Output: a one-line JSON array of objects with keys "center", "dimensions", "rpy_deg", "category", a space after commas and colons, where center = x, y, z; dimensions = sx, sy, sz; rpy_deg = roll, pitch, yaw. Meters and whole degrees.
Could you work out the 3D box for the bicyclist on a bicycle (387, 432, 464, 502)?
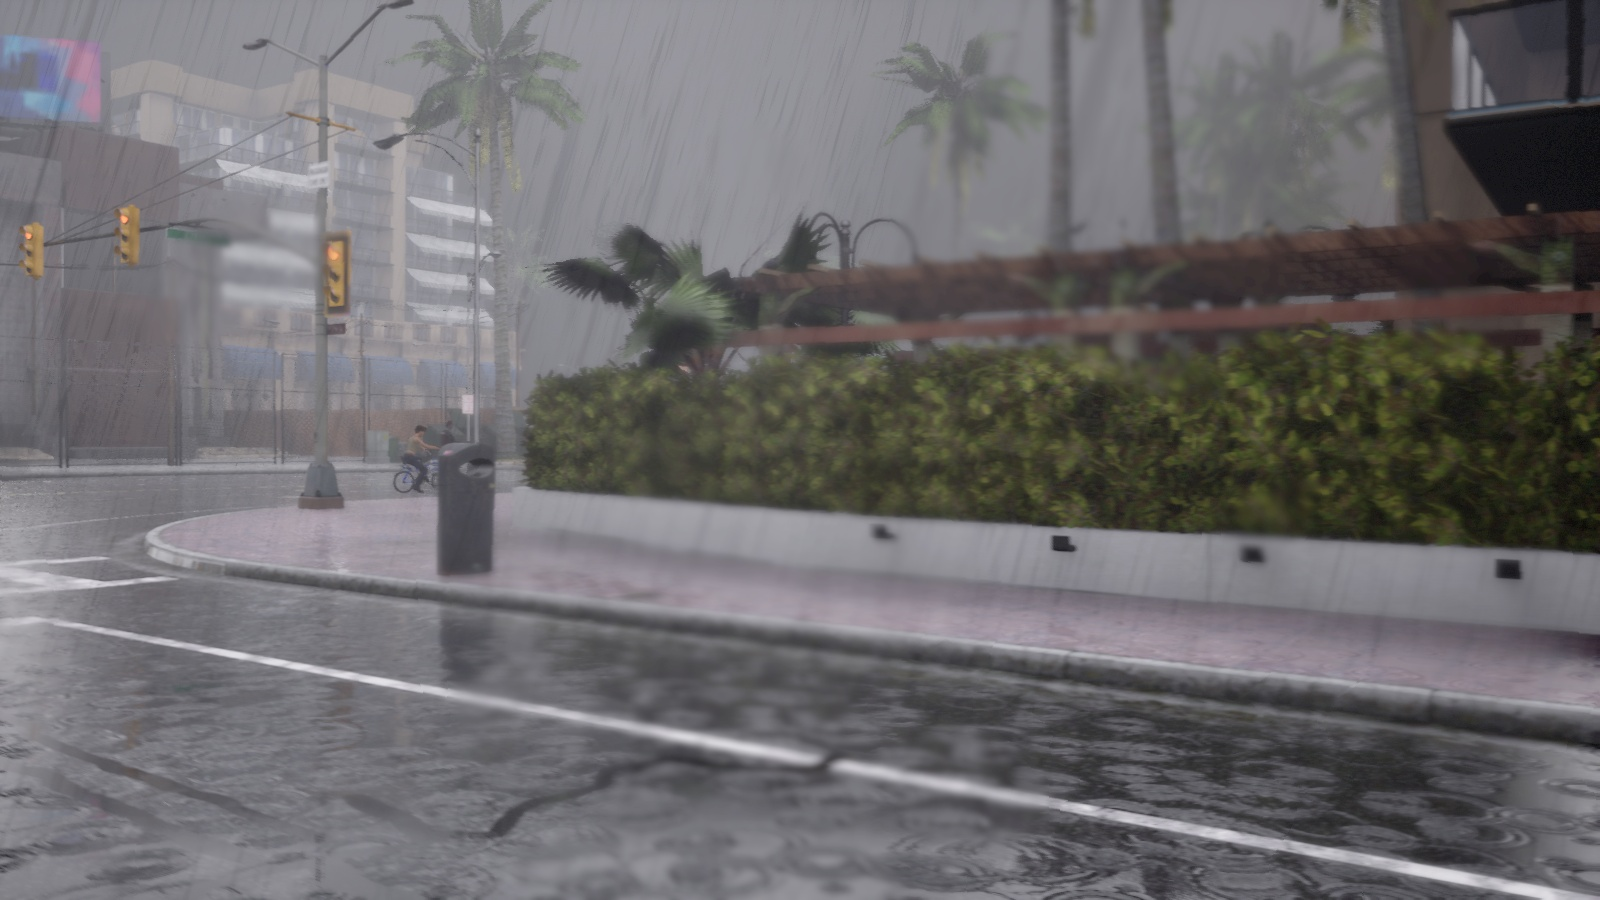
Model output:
[{"center": [-8.919, 0.380, 29.930], "dimensions": [1.509, 1.612, 0.866], "rpy_deg": [-1, 1, -43], "category": "bicyclist on a bicycle"}]
